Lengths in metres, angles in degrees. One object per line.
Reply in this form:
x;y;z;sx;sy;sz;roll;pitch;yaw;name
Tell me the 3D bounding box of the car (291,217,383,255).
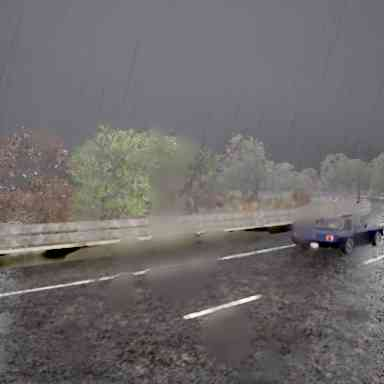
6.114;1.661;13.635;4.718;1.301;1.895;0;0;-42;car
